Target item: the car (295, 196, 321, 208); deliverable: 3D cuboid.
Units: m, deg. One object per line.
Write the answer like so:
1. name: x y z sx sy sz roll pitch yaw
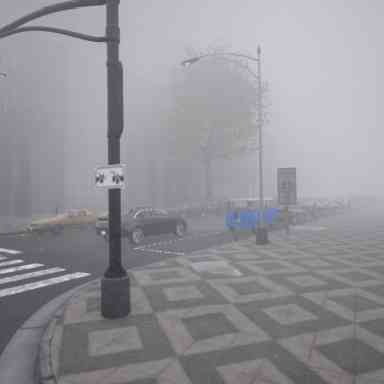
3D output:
1. car: 15.976 1.386 45.707 2.128 1.511 4.902 -1 -1 36

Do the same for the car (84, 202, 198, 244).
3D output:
1. car: -2.156 1.429 15.387 2.128 1.511 4.902 -1 -1 36

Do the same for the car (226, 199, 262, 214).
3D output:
1. car: 5.695 1.529 36.148 2.008 1.369 4.403 -1 0 36

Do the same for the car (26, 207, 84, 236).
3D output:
1. car: -6.772 1.564 18.843 1.752 1.417 4.829 -1 0 36

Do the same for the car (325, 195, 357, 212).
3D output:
1. car: 16.055 1.363 35.950 2.008 1.369 4.403 -1 0 36

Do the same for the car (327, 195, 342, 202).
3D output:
1. car: 30.004 1.432 69.914 2.008 1.369 4.403 -1 -1 36

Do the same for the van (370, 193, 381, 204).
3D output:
1. van: 28.703 1.102 53.524 1.690 1.788 3.998 -1 -1 36

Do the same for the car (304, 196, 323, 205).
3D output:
1. car: 21.046 1.440 57.472 1.752 1.417 4.829 -1 -1 36

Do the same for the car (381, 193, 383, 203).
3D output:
1. car: 31.968 1.274 58.053 1.752 1.417 4.829 -1 -1 36

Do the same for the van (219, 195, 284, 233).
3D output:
1. van: 3.401 1.212 18.379 1.690 1.788 3.998 -1 0 36

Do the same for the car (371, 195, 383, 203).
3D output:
1. car: 35.032 1.304 62.309 1.947 1.339 4.313 -1 -1 36

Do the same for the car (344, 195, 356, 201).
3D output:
1. car: 39.547 1.401 83.169 2.008 1.369 4.403 -1 -1 36

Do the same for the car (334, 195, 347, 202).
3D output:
1. car: 33.185 1.415 74.332 1.887 1.381 4.507 -1 -1 36

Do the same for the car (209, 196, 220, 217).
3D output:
1. car: 2.601 1.307 31.857 2.192 1.841 5.009 -1 0 36

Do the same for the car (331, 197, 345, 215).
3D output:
1. car: 12.892 1.408 31.557 1.802 1.307 4.206 -1 0 36

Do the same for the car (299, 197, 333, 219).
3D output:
1. car: 9.729 1.385 27.163 1.887 1.381 4.507 -1 0 36

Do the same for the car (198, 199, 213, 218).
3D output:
1. car: -0.486 1.552 27.563 1.887 1.381 4.507 -1 0 36

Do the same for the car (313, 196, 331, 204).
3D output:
1. car: 24.236 1.453 61.902 2.008 1.369 4.403 -1 -1 36

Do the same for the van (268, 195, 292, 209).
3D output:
1. van: 11.872 1.292 44.734 1.690 1.788 3.998 -1 0 36

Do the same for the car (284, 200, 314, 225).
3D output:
1. car: 6.566 1.422 22.770 1.947 1.339 4.313 -1 0 36

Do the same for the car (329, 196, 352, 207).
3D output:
1. car: 21.819 1.375 48.686 2.033 1.411 5.357 -1 -1 36

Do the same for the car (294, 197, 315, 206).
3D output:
1. car: 18.055 1.492 53.317 1.947 1.339 4.313 -1 0 36

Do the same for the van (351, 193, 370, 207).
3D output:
1. van: 22.378 1.127 44.737 1.690 1.788 3.998 -1 0 36
